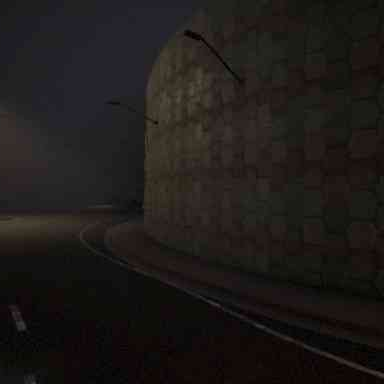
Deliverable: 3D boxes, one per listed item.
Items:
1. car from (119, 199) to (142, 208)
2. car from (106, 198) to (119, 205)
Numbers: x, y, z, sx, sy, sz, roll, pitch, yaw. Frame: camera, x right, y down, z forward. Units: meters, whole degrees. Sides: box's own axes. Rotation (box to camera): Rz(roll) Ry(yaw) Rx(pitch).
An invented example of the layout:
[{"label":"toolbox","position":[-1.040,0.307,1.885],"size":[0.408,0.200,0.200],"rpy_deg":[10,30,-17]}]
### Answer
[{"label":"car","position":[-9.751,1.921,54.662],"size":[2.033,1.411,5.357],"rpy_deg":[1,-1,7]},{"label":"car","position":[-15.441,1.896,66.032],"size":[2.128,1.511,4.902],"rpy_deg":[1,0,8]}]
